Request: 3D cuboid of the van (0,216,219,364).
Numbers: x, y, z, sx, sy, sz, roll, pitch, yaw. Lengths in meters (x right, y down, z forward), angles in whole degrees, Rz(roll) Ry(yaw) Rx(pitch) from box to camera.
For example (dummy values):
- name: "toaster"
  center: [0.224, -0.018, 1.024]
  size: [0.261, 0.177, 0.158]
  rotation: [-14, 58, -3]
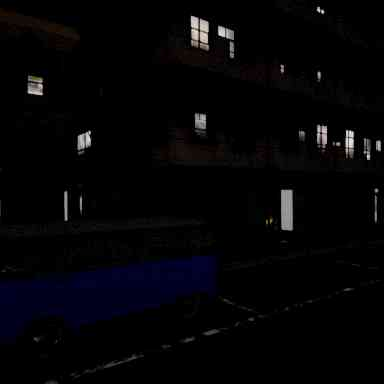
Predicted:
- name: "van"
  center: [-1.424, 1.341, 5.554]
  size: [3.998, 1.788, 1.690]
  rotation: [0, 0, -36]
